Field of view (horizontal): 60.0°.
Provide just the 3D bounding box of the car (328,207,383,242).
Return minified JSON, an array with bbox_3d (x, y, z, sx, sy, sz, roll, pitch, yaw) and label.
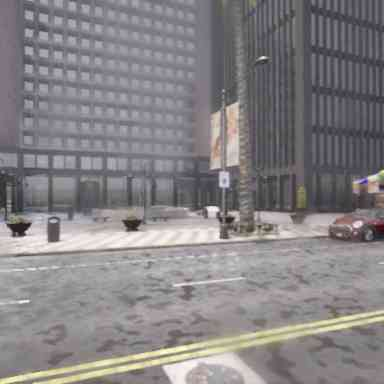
[{"bbox_3d":[9.580,1.606,17.834,4.553,1.767,2.185,0,-1,-23],"label":"car"}]
